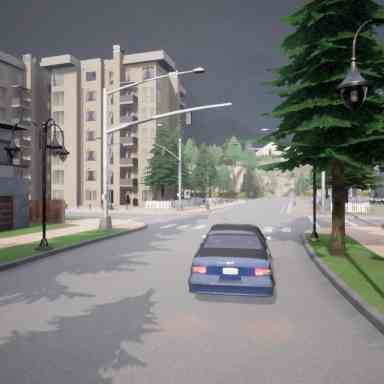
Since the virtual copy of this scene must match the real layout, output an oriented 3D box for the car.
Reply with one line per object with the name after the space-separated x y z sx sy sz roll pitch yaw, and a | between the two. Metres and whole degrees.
1.131 1.547 8.790 2.033 1.411 5.357 0 0 9 | car
